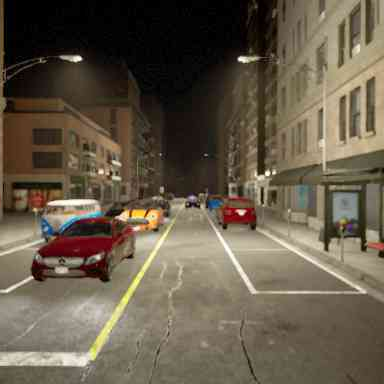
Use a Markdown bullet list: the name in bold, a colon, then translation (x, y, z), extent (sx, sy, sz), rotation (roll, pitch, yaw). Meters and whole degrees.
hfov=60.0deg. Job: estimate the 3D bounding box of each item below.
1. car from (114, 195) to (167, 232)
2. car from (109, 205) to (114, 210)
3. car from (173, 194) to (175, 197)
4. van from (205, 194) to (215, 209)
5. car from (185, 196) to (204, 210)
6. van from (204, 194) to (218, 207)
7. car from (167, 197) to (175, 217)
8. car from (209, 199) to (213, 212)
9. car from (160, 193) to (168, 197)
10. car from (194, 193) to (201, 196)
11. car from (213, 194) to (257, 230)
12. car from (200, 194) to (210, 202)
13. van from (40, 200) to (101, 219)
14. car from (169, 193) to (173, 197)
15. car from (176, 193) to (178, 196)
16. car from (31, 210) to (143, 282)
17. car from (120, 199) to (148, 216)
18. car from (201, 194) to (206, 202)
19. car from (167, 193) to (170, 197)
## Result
- **car**: translation (-2.843, 1.272, 19.530), extent (2.097, 1.767, 4.553), rotation (0, 0, 0)
- **car**: translation (-5.399, 1.449, 26.070), extent (1.947, 1.339, 4.313), rotation (0, 0, 0)
- **car**: translation (-5.384, 1.280, 74.726), extent (1.802, 1.307, 4.206), rotation (0, 0, 0)
- **van**: translation (2.697, 1.220, 36.882), extent (1.690, 1.788, 3.998), rotation (0, 0, 0)
- **car**: translation (0.111, 1.453, 40.987), extent (1.895, 1.301, 4.718), rotation (0, 0, 0)
- **van**: translation (2.688, 1.179, 47.695), extent (1.690, 1.788, 3.998), rotation (0, 0, 0)
- **car**: translation (-2.833, 1.428, 29.875), extent (2.033, 1.411, 5.357), rotation (0, 0, 0)
- **car**: translation (2.705, 1.471, 26.071), extent (2.008, 1.369, 4.403), rotation (0, 0, 0)
- **car**: translation (-5.390, 1.331, 53.101), extent (2.008, 1.369, 4.403), rotation (0, 0, 0)
- **car**: translation (0.008, 1.361, 50.925), extent (2.033, 1.411, 5.357), rotation (0, 0, 0)
- **car**: translation (2.711, 1.256, 20.664), extent (2.192, 1.841, 5.009), rotation (0, 0, 0)
- **car**: translation (2.669, 1.195, 69.320), extent (1.967, 1.590, 4.097), rotation (0, 0, 0)
- **van**: translation (-5.402, 1.265, 15.257), extent (1.690, 1.788, 3.998), rotation (0, 0, 0)
- **car**: translation (-5.386, 1.054, 63.912), extent (2.192, 1.841, 5.009), rotation (0, 0, 0)
- **car**: translation (-5.380, 1.208, 85.538), extent (2.008, 1.369, 4.403), rotation (0, 0, 0)
- **car**: translation (-2.843, 1.482, 9.751), extent (1.812, 1.442, 4.674), rotation (0, 0, 2)
- **car**: translation (-5.397, 1.408, 31.476), extent (1.887, 1.381, 4.507), rotation (0, 0, 0)
- **car**: translation (2.692, 1.173, 42.289), extent (2.192, 1.841, 5.009), rotation (0, 0, 0)
- **car**: translation (-5.389, 1.325, 58.507), extent (1.947, 1.339, 4.313), rotation (0, 0, 0)
